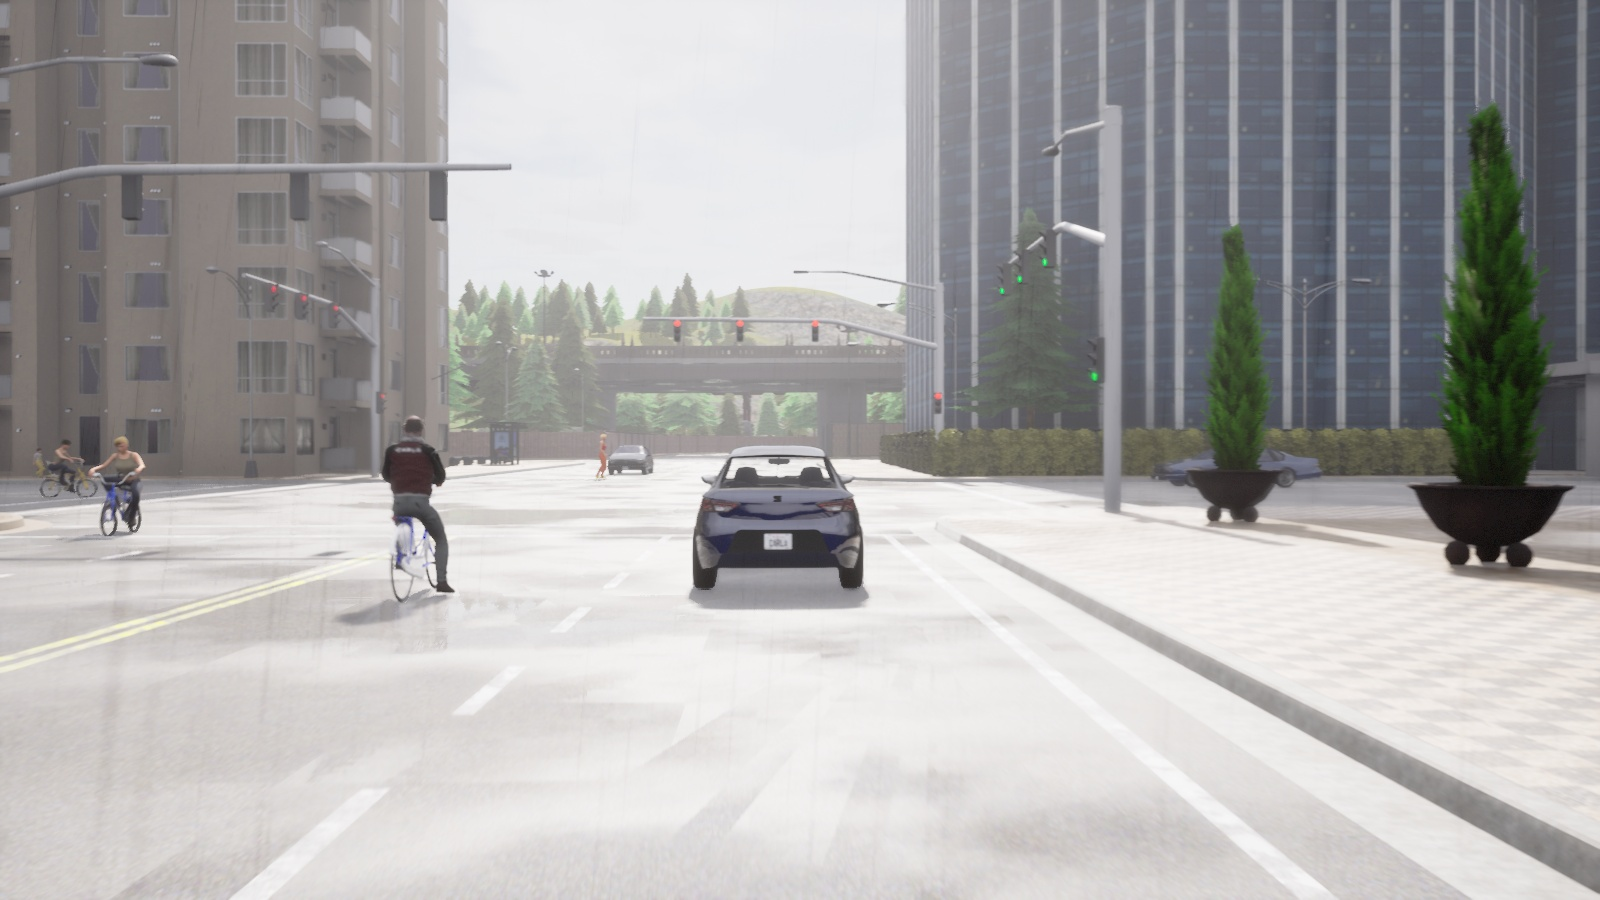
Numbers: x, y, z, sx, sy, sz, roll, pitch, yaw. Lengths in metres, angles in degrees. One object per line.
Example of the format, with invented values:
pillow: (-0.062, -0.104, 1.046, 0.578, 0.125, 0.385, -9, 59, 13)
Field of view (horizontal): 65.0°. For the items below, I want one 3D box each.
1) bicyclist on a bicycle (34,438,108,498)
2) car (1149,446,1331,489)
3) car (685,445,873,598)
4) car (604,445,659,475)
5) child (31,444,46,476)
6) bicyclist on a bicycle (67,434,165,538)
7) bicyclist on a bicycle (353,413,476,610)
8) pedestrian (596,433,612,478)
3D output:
bicyclist on a bicycle: (-19.690, 0.482, 33.946, 1.509, 1.612, 0.866, 0, 0, -4)
car: (14.601, 0.564, 41.878, 5.357, 1.411, 2.033, 0, 0, -2)
car: (-0.238, 0.679, 14.257, 1.816, 1.474, 4.193, 0, 0, -1)
car: (-8.085, 0.447, 60.812, 2.033, 1.411, 5.357, 0, 0, -1)
child: (-30.329, 0.389, 50.004, 0.437, 1.263, 0.270, 0, 0, 0)
bicyclist on a bicycle: (-11.068, 0.563, 20.386, 0.866, 1.612, 1.509, -1, 0, -6)
bicyclist on a bicycle: (-3.701, 0.546, 12.212, 0.659, 1.776, 1.843, 0, 1, -1)
pedestrian: (-7.928, 0.225, 50.758, 0.594, 1.836, 0.345, 0, 0, 5)
